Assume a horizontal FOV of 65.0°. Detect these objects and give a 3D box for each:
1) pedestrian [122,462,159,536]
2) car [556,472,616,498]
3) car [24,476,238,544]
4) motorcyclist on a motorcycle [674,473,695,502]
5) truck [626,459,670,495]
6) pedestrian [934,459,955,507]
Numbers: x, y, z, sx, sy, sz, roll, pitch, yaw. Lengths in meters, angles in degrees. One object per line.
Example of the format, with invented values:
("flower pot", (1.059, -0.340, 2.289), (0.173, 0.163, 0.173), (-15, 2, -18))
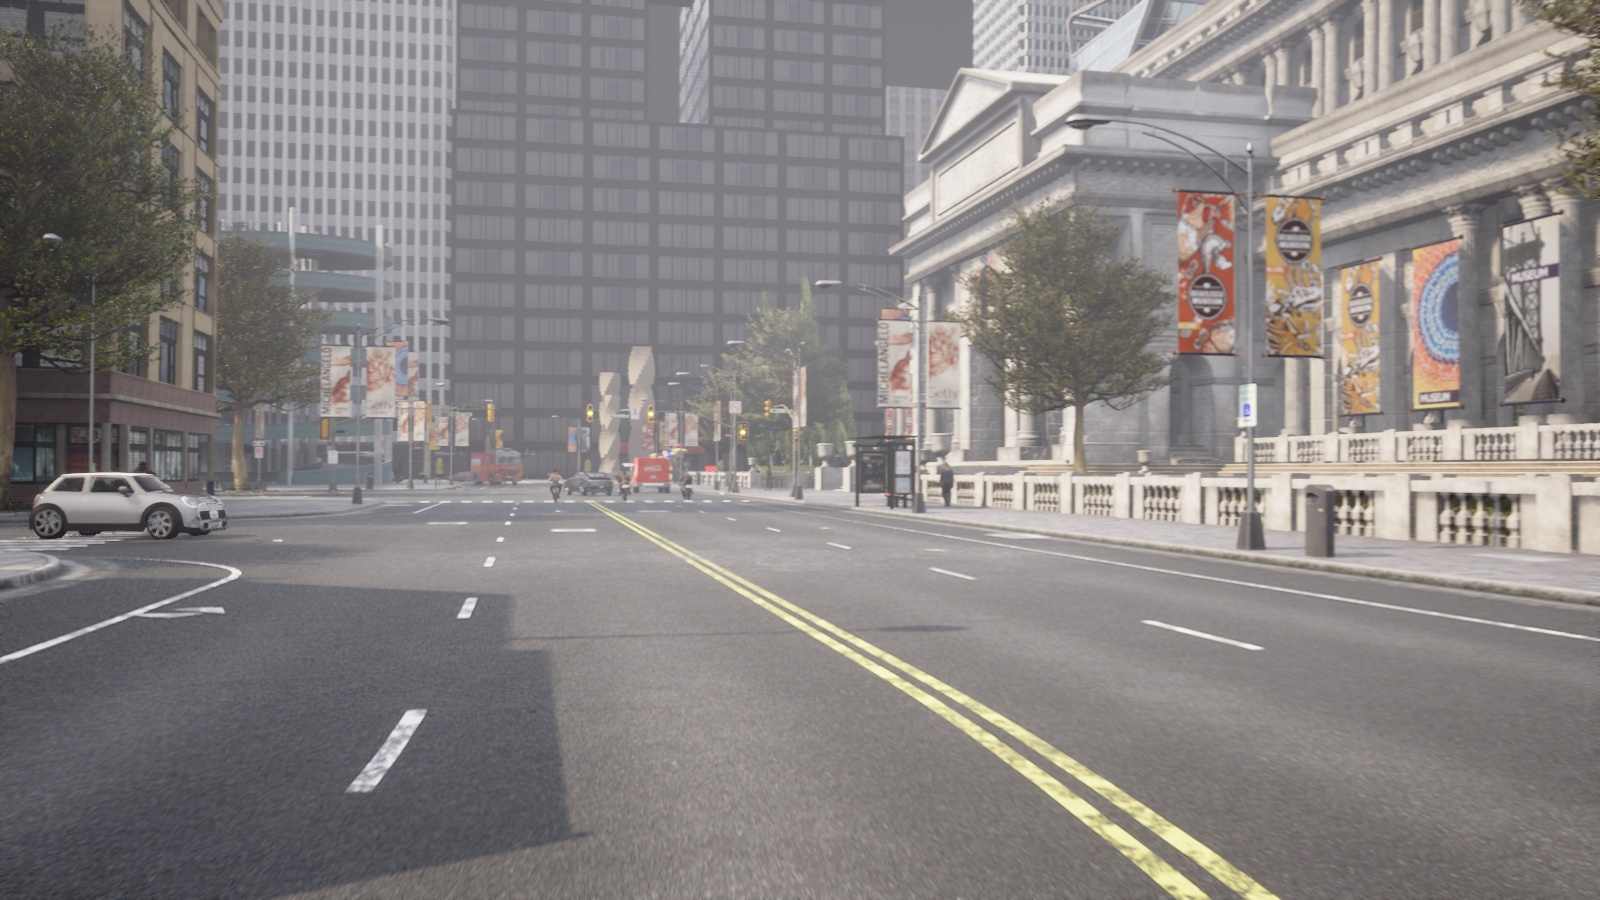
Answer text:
("pedestrian", (-16.807, 1.242, 32.027), (0.634, 1.844, 0.899), (0, -1, -15))
("car", (-13.196, 2.130, 77.195), (2.128, 1.511, 4.902), (0, -1, -30))
("car", (-15.098, 1.333, 28.505), (3.806, 1.475, 1.970), (0, -1, 0))
("motorcyclist on a motorcycle", (-6.198, 2.010, 67.400), (0.866, 1.530, 2.191), (0, -1, -12))
("truck", (-10.746, 1.866, 88.638), (2.627, 2.467, 5.204), (0, -1, -12))
("pedestrian", (5.626, 1.261, 48.823), (0.540, 1.848, 0.694), (0, -1, -19))
